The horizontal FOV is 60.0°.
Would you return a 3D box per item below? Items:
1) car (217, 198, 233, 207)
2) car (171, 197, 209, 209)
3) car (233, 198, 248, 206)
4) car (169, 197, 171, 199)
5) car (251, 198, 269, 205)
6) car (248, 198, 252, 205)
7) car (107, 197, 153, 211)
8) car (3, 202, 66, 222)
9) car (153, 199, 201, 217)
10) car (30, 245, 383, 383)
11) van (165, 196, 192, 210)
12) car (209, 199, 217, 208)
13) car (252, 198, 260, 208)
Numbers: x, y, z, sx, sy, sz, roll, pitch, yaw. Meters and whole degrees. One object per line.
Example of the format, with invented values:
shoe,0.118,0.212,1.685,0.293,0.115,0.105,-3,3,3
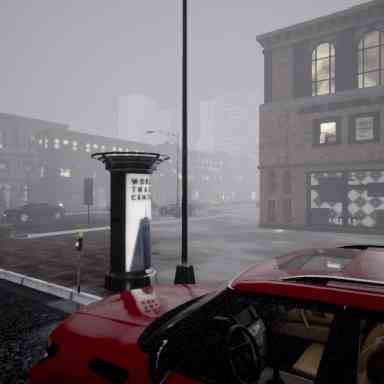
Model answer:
car,4.501,1.759,55.635,1.752,1.417,4.829,0,-1,36
car,-0.349,1.663,44.366,2.128,1.511,4.902,0,0,36
car,7.815,1.815,60.268,2.008,1.369,4.403,0,-1,36
car,-5.141,1.674,42.150,1.752,1.417,4.829,0,0,36
car,14.243,1.876,69.259,2.008,1.369,4.403,0,-1,36
car,11.029,1.845,64.763,2.008,1.369,4.403,0,-1,36
car,-6.474,1.343,35.825,2.150,2.045,5.566,0,0,36
car,-12.731,1.578,27.114,1.837,1.490,4.892,0,0,34
car,-1.396,1.669,32.890,1.887,1.381,4.507,0,0,36
car,1.033,1.315,2.138,5.009,1.841,2.192,0,0,36
van,-1.828,1.518,46.784,1.690,1.788,3.998,0,0,36
car,1.386,1.756,51.278,2.008,1.369,4.403,0,0,36
car,11.417,1.676,50.900,1.967,1.590,4.097,0,-1,36
